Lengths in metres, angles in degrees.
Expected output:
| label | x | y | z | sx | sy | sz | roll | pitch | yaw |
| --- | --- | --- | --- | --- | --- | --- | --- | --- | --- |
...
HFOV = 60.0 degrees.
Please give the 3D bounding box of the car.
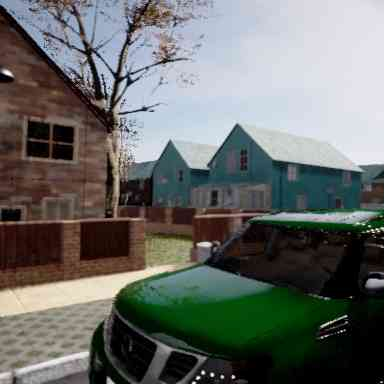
| label | x | y | z | sx | sy | sz | roll | pitch | yaw |
| --- | --- | --- | --- | --- | --- | --- | --- | --- | --- |
| car | 1.640 | 1.271 | 4.238 | 5.566 | 2.045 | 2.150 | 1 | -1 | -35 |
